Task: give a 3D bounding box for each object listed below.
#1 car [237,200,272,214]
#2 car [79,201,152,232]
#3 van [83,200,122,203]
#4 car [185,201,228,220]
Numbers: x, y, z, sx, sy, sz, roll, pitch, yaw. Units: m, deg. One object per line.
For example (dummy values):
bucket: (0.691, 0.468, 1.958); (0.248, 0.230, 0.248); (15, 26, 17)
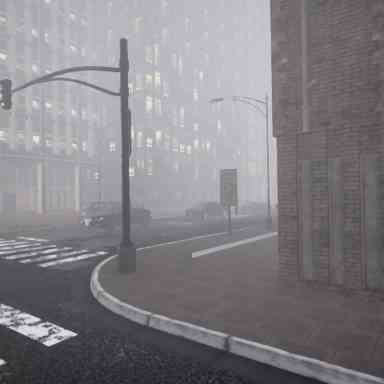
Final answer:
car: (7.273, 1.707, 37.494); (1.895, 1.301, 4.718); (-1, -1, 36)
car: (-4.609, 1.558, 20.959); (2.128, 1.511, 4.902); (-1, -1, 34)
van: (-5.985, 1.460, 23.474); (1.690, 1.788, 3.998); (-2, -1, 36)
car: (1.318, 1.563, 29.206); (1.882, 1.535, 5.008); (-1, -1, 36)
